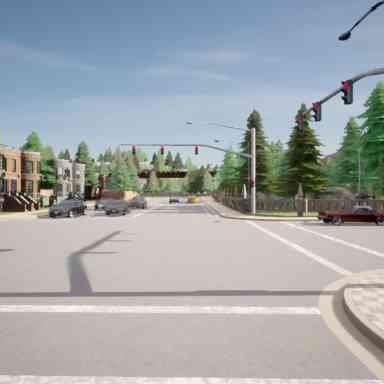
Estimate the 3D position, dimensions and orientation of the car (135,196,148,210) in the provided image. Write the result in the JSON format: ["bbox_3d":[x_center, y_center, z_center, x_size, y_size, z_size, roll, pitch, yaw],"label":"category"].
[{"bbox_3d":[-7.100,1.352,43.545,2.097,1.767,4.553,0,0,0],"label":"car"}]

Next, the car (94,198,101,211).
[{"bbox_3d":[-10.609,1.491,40.955,2.128,1.511,4.902,0,0,0],"label":"car"}]

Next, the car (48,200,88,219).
[{"bbox_3d":[-10.915,1.505,29.684,1.837,1.490,4.892,0,0,6],"label":"car"}]

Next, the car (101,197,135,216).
[{"bbox_3d":[-7.073,1.505,32.257,1.837,1.490,4.892,0,0,-1],"label":"car"}]

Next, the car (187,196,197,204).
[{"bbox_3d":[0.063,1.477,64.966,1.882,1.535,5.008,0,0,0],"label":"car"}]

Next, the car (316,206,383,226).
[{"bbox_3d":[11.176,1.601,22.934,4.718,1.301,1.895,0,0,2],"label":"car"}]

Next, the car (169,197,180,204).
[{"bbox_3d":[-3.437,1.601,65.254,1.895,1.301,4.718,0,0,0],"label":"car"}]
